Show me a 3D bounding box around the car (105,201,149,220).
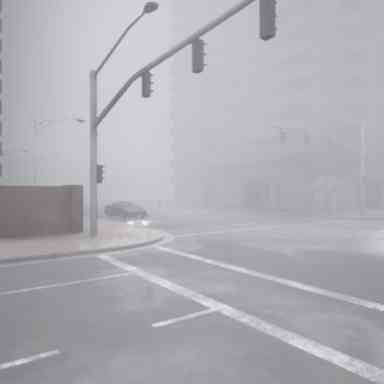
[{"bbox_3d":[-5.689,1.516,28.244,2.033,1.411,5.357,0,0,-36],"label":"car"}]
